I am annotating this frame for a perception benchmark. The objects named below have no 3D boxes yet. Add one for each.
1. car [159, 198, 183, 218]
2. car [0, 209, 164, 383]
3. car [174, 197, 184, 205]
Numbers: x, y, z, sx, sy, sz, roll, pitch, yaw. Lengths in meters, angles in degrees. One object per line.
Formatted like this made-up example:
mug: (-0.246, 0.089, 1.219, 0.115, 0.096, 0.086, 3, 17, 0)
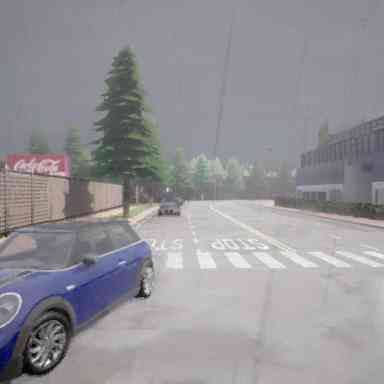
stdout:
car: (-2.049, 1.573, 30.649, 1.994, 1.385, 4.181, 0, 0, -2)
car: (-2.353, 1.346, 5.736, 2.097, 1.767, 4.553, -1, 0, 16)
car: (-2.511, 1.538, 55.557, 1.994, 1.385, 4.181, -1, 0, 7)
